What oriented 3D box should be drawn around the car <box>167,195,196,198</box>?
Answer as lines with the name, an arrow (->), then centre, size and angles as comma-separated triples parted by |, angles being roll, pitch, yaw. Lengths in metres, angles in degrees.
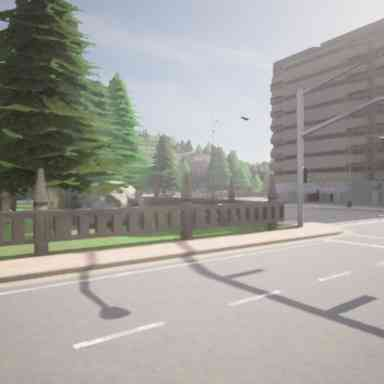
car -> -1.070, 1.361, 40.878 | 2.033, 1.411, 5.357 | 0, 0, -20

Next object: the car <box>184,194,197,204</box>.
car -> -0.195, 1.227, 58.611 | 1.882, 1.535, 5.008 | 0, 0, 4

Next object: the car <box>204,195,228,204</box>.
car -> 2.761, 1.148, 41.000 | 2.097, 1.767, 4.553 | 0, 0, -21

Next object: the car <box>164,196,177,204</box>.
car -> -3.721, 1.368, 58.444 | 1.895, 1.301, 4.718 | 0, 0, 3
